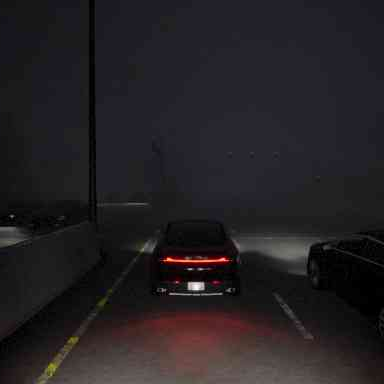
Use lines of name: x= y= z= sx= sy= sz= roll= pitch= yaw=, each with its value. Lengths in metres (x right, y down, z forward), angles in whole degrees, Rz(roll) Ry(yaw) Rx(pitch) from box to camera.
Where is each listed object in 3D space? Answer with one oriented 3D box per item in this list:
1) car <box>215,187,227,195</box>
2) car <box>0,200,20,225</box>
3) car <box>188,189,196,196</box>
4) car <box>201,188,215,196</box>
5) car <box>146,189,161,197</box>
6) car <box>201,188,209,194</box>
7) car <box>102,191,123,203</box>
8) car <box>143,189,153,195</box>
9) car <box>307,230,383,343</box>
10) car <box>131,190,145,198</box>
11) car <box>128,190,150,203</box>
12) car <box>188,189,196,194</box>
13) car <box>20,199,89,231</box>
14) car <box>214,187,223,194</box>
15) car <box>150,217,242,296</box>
car: x=7.016 y=-0.160 z=79.071 sx=2.097 sy=1.767 sz=4.553 roll=0 pitch=1 yaw=0
car: x=-10.596 y=1.181 z=20.881 sx=2.033 sy=1.411 sz=5.357 roll=0 pitch=1 yaw=0
car: x=0.022 y=0.099 z=74.635 sx=2.128 sy=1.511 sz=4.902 roll=0 pitch=1 yaw=0
car: x=3.517 y=-0.092 z=75.788 sx=2.097 sy=1.767 sz=4.553 roll=0 pitch=1 yaw=0
car: x=-7.053 y=0.381 z=60.392 sx=1.812 sy=1.442 sz=4.674 roll=0 pitch=1 yaw=0
car: x=3.520 y=-0.243 z=90.818 sx=1.837 sy=1.490 sz=4.892 roll=0 pitch=1 yaw=1
car: x=-10.589 y=0.642 z=44.701 sx=1.882 sy=1.535 sz=5.008 roll=0 pitch=1 yaw=0
car: x=-10.484 y=-0.055 z=80.037 sx=1.812 sy=1.442 sz=4.674 roll=0 pitch=1 yaw=0
car: x=3.567 y=1.413 z=5.814 sx=2.128 sy=1.511 sz=4.902 roll=0 pitch=1 yaw=0
car: x=-10.519 y=0.370 z=64.779 sx=1.895 sy=1.301 sz=4.718 roll=0 pitch=1 yaw=1
car: x=-7.089 y=0.745 z=43.855 sx=1.994 sy=1.385 sz=4.181 roll=0 pitch=1 yaw=0
car: x=0.018 y=-0.153 z=88.271 sx=2.033 sy=1.411 sz=5.357 roll=0 pitch=1 yaw=0
car: x=-7.096 y=1.162 z=18.276 sx=1.882 sy=1.535 sz=5.008 roll=0 pitch=1 yaw=0
car: x=7.018 y=-0.448 z=88.238 sx=2.097 sy=1.767 sz=4.553 roll=0 pitch=1 yaw=0
car: x=0.078 y=1.379 z=8.325 sx=1.837 sy=1.490 sz=4.892 roll=0 pitch=1 yaw=0
